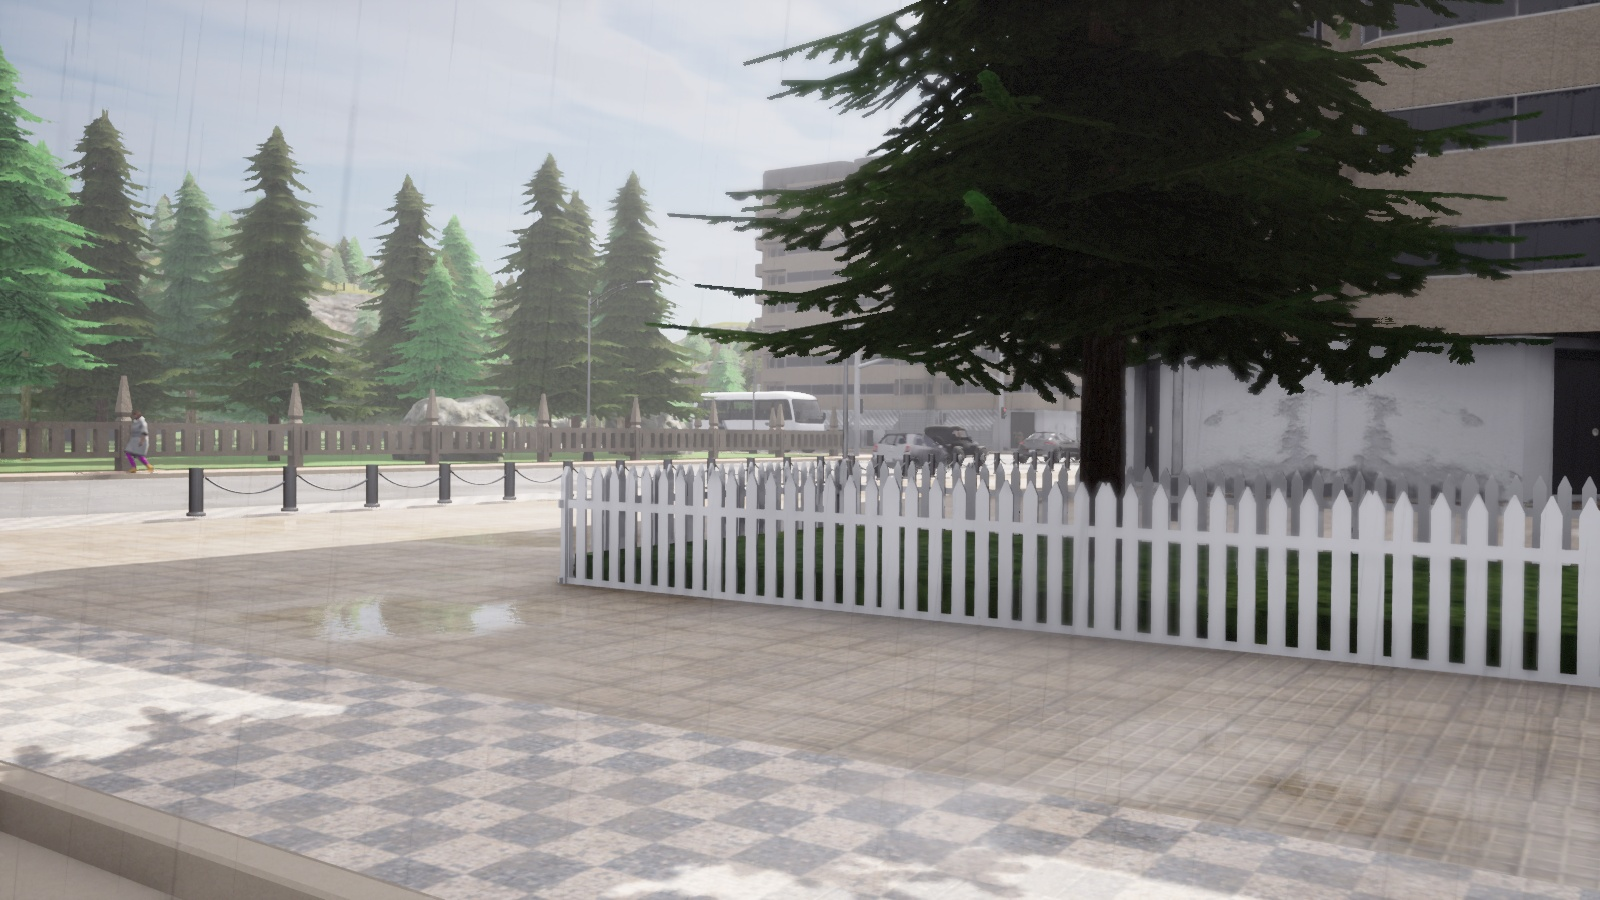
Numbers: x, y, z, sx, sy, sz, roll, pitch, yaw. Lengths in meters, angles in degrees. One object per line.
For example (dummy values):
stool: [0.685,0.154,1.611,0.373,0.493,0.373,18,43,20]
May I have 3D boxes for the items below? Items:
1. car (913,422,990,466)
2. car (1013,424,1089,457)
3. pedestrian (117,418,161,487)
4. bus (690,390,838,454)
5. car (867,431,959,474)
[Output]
car: [6.872,-0.307,56.682,1.905,1.878,3.866,0,1,34]
car: [13.320,-0.531,66.411,2.152,1.651,5.027,0,1,34]
pedestrian: [-18.923,0.070,35.951,0.659,1.952,0.873,0,1,33]
bus: [-2.601,-1.874,87.710,10.273,4.253,3.944,0,1,40]
car: [4.206,0.075,46.322,1.845,1.501,3.633,0,1,34]
